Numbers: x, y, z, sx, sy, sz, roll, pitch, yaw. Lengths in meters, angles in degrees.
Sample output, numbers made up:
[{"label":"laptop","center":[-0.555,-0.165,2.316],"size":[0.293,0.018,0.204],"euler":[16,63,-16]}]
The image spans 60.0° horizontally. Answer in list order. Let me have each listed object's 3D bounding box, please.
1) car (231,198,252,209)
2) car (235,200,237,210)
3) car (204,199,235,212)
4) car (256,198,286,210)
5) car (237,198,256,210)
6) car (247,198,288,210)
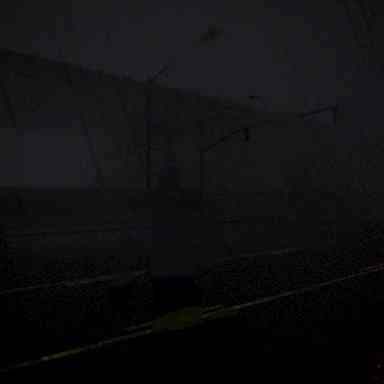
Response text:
[{"label":"car","center":[6.136,1.386,40.738],"size":[1.853,1.218,4.536],"euler":[0,0,18]},{"label":"car","center":[2.372,1.528,38.007],"size":[4.974,1.542,2.038],"euler":[0,0,8]},{"label":"car","center":[2.321,1.371,38.014],"size":[4.536,1.218,1.853],"euler":[0,0,8]},{"label":"car","center":[9.982,1.403,44.438],"size":[4.536,1.218,1.853],"euler":[0,0,-7]},{"label":"car","center":[6.120,1.543,40.688],"size":[2.038,1.542,4.974],"euler":[0,0,18]},{"label":"car","center":[10.033,1.560,44.444],"size":[4.974,1.542,2.038],"euler":[0,0,-7]}]
